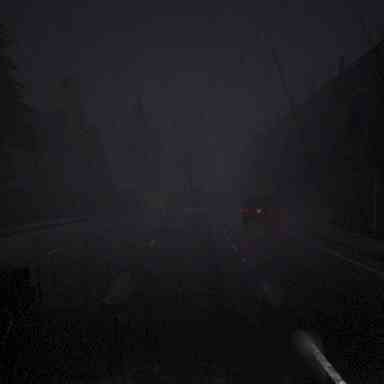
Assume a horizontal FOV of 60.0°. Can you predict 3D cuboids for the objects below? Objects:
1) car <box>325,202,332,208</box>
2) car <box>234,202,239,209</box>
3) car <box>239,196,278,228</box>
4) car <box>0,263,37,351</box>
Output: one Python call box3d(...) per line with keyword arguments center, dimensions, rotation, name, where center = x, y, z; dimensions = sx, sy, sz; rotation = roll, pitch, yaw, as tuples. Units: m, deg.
box3d(center=(22.705, 1.661, 49.811), dimensions=(5.357, 1.411, 2.033), rotation=(0, 0, -15), name="car")
box3d(center=(7.962, 1.596, 46.072), dimensions=(4.902, 1.511, 2.128), rotation=(0, 0, -37), name="car")
box3d(center=(4.712, 1.275, 23.075), dimensions=(2.150, 2.045, 5.566), rotation=(0, 0, 13), name="car")
box3d(center=(-3.596, 1.556, 3.433), dimensions=(2.033, 1.411, 5.357), rotation=(0, 0, 0), name="car")
